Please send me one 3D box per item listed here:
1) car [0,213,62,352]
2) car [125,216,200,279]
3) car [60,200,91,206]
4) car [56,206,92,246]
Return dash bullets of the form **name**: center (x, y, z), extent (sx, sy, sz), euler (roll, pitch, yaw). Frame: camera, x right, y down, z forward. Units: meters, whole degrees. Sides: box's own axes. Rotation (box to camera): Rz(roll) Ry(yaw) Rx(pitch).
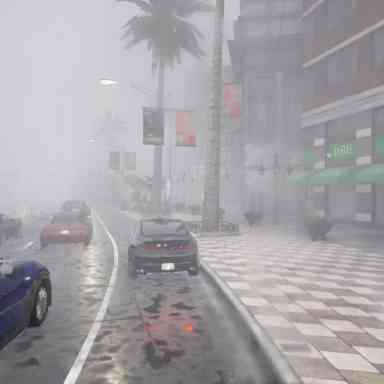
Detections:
- **car**: center (-3.440, 1.352, 4.071), extent (2.097, 1.767, 4.553), euler (0, 0, -4)
- **car**: center (-1.037, 1.503, 10.202), extent (1.837, 1.490, 4.892), euler (0, 0, -11)
- **car**: center (-8.560, 1.344, 24.468), extent (2.097, 1.767, 4.553), euler (0, 0, -18)
- **car**: center (-5.584, 1.558, 15.075), extent (1.994, 1.385, 4.181), euler (0, 0, -16)
